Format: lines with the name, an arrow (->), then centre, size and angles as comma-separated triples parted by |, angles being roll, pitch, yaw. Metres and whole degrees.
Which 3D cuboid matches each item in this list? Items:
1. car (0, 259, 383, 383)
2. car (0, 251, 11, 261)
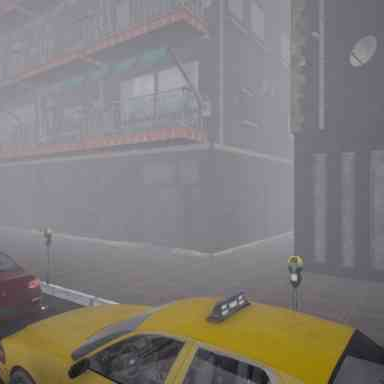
car -> 0.086, 1.525, 2.816 | 4.829, 1.417, 1.752 | 0, 0, 36
car -> -4.353, 1.582, 5.997 | 4.206, 1.307, 1.802 | 0, 0, 36
